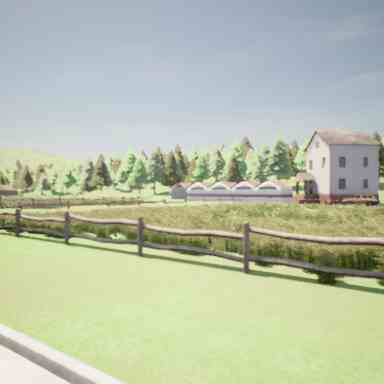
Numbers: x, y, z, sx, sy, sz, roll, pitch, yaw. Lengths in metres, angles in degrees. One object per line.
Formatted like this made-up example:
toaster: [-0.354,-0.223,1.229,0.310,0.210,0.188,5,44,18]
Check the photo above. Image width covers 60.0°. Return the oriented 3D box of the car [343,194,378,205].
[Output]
car: [24.546,1.193,48.553,4.605,1.855,1.932,0,0,35]
